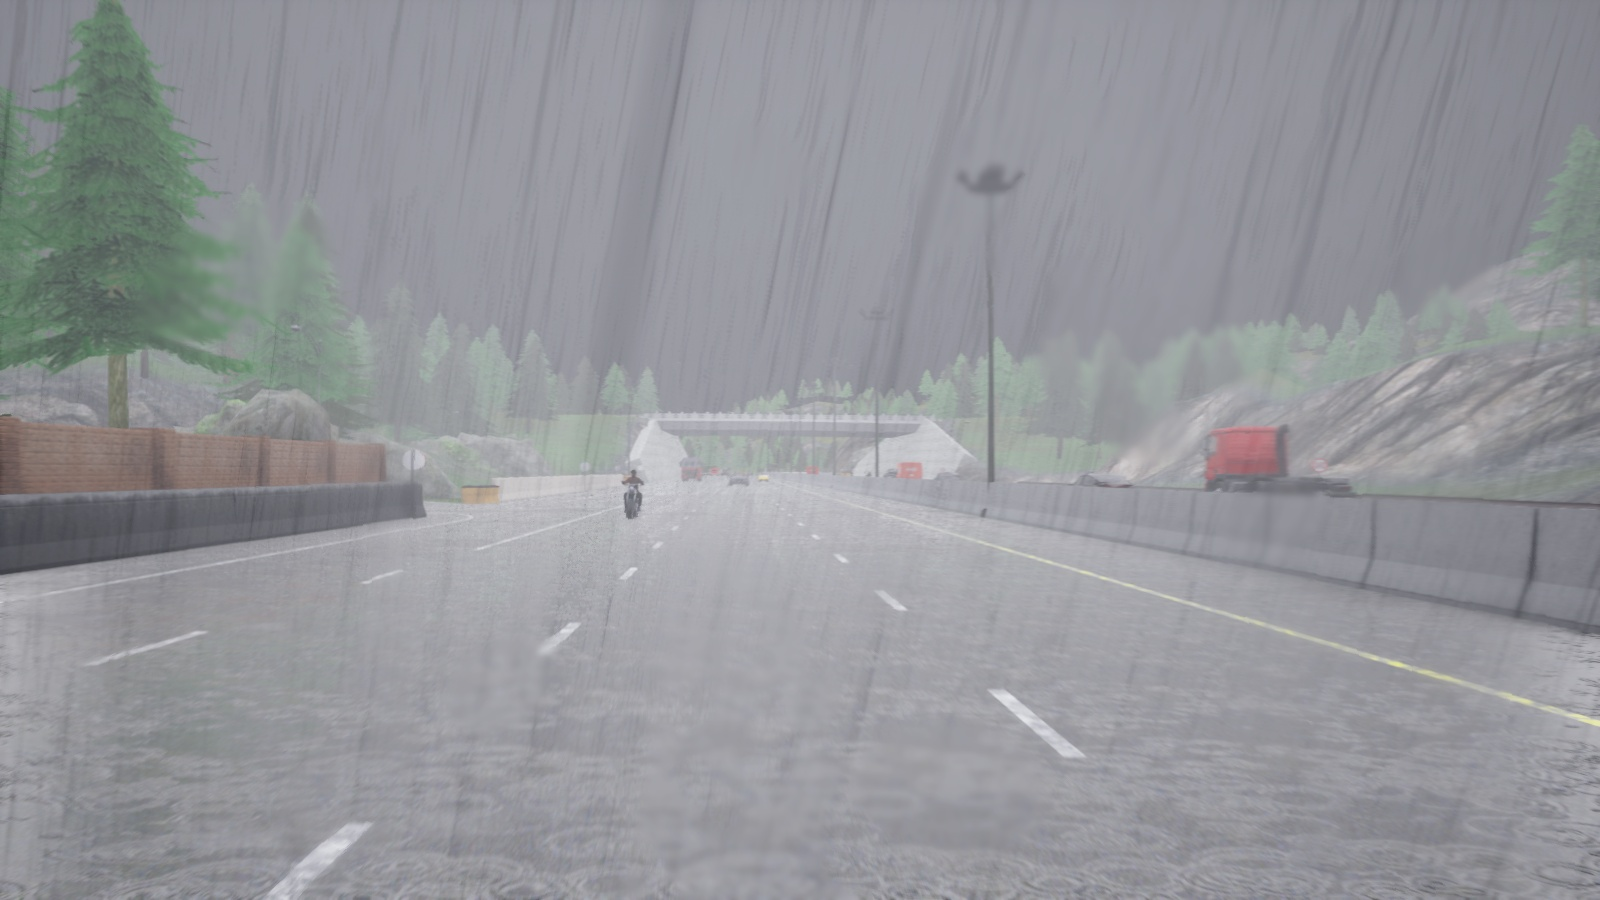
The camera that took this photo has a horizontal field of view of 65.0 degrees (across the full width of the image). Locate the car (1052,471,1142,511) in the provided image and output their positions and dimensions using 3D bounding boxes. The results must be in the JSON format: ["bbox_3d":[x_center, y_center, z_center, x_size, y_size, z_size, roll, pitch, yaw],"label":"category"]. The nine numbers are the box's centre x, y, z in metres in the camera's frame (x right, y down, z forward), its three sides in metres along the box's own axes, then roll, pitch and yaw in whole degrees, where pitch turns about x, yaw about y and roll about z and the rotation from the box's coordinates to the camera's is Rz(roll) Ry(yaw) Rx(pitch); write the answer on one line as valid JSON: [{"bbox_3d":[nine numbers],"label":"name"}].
[{"bbox_3d":[11.600,1.563,49.418,2.163,1.488,4.792,0,-1,-3],"label":"car"}]

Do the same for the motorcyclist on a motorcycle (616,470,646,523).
[{"bbox_3d":[-5.478,1.481,40.703,0.766,1.649,2.350,0,-1,-3],"label":"motorcyclist on a motorcycle"}]

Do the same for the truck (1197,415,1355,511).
[{"bbox_3d":[18.589,0.539,49.693,2.891,3.462,7.936,0,-1,-3],"label":"truck"}]
